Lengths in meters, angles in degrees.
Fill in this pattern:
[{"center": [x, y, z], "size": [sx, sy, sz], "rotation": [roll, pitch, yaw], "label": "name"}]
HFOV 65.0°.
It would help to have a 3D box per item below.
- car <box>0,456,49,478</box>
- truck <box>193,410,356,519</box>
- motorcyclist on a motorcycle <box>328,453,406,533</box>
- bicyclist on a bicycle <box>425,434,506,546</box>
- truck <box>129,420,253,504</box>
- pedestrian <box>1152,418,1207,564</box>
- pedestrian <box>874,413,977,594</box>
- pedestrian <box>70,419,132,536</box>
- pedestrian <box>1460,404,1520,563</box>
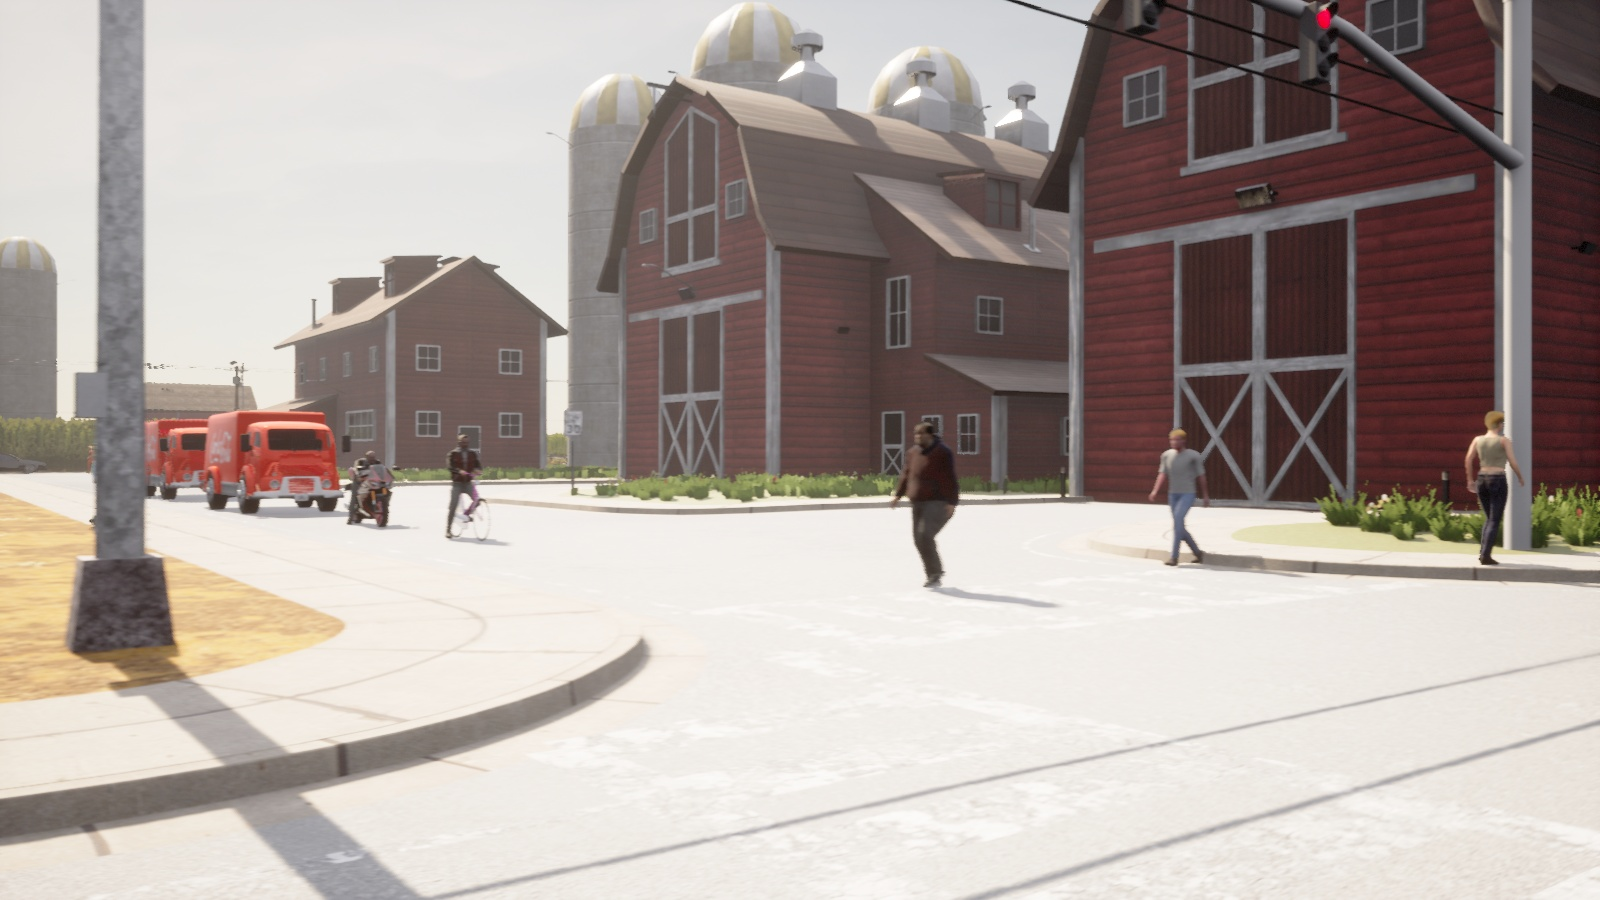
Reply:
[{"center": [-52.072, 1.099, 81.665], "size": [5.357, 1.411, 2.033], "rotation": [0, 0, -35], "label": "car"}, {"center": [-13.221, 0.333, 31.367], "size": [2.627, 2.467, 5.204], "rotation": [0, 0, -36], "label": "truck"}, {"center": [-8.676, 0.829, 25.086], "size": [0.866, 1.530, 2.191], "rotation": [0, 0, -36], "label": "motorcyclist on a motorcycle"}, {"center": [-5.542, 0.643, 20.750], "size": [0.659, 1.776, 1.843], "rotation": [0, -1, -36], "label": "bicyclist on a bicycle"}, {"center": [-19.407, 0.348, 39.911], "size": [2.627, 2.467, 5.204], "rotation": [-1, 1, -36], "label": "truck"}, {"center": [4.891, 0.521, 16.196], "size": [0.706, 1.836, 0.354], "rotation": [0, 0, -41], "label": "pedestrian"}, {"center": [1.336, 0.546, 13.309], "size": [0.899, 1.844, 0.634], "rotation": [0, 0, -40], "label": "pedestrian"}, {"center": [-11.859, 0.456, 21.331], "size": [0.873, 1.952, 0.659], "rotation": [0, 0, -25], "label": "pedestrian"}, {"center": [8.166, 0.390, 14.864], "size": [0.594, 1.836, 0.345], "rotation": [0, 0, -29], "label": "pedestrian"}]
